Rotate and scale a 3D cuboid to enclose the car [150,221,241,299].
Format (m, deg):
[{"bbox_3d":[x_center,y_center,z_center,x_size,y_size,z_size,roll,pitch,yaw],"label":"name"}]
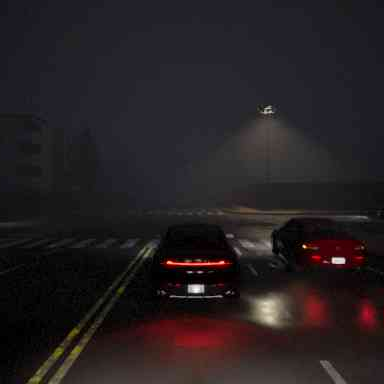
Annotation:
[{"bbox_3d":[0.062,1.505,8.447,1.837,1.490,4.892,0,0,0],"label":"car"}]

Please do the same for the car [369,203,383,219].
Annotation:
[{"bbox_3d":[17.364,1.490,26.545,4.902,1.511,2.128,0,0,0],"label":"car"}]

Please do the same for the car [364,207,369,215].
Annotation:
[{"bbox_3d":[17.882,1.563,30.041,4.181,1.385,1.994,0,0,0],"label":"car"}]

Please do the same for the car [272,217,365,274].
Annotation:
[{"bbox_3d":[3.764,1.525,10.523,1.812,1.442,4.674,0,0,3],"label":"car"}]
